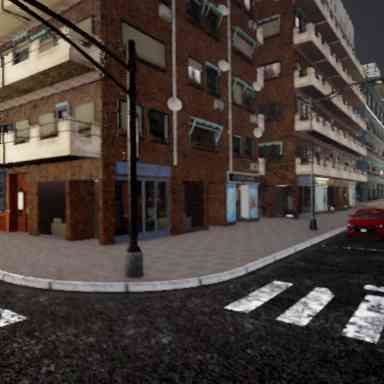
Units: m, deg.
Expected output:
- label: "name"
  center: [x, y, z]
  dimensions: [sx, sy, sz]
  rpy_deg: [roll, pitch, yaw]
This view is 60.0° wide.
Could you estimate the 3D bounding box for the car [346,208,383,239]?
- label: "car"
  center: [9.213, 1.514, 17.099]
  dimensions: [1.887, 1.381, 4.507]
  rpy_deg: [-1, 0, 36]
